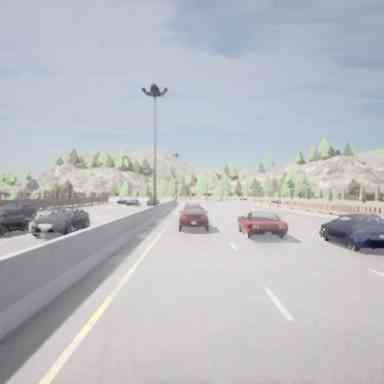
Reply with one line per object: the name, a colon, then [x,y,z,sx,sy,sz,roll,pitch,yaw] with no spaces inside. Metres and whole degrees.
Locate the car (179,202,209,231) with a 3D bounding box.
car: [0.117,1.613,21.340,1.812,1.442,4.674,0,0,0]

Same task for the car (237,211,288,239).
car: [3.603,1.673,17.843,1.895,1.301,4.718,0,0,0]

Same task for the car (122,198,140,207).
car: [-10.516,1.857,59.805,2.033,1.411,5.357,0,0,1]

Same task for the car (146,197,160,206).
car: [-7.025,1.666,60.385,2.097,1.767,4.553,0,0,1]

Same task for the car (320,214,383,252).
car: [7.103,1.621,14.278,1.994,1.385,4.181,0,0,0]

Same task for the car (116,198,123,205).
car: [-13.992,1.958,67.271,1.895,1.301,4.718,0,0,0]

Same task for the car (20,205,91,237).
car: [-7.096,1.567,18.458,2.128,1.511,4.902,0,0,0]

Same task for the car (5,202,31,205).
car: [-14.092,1.604,26.527,2.128,1.511,4.902,0,0,0]

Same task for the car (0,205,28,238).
car: [-10.595,1.638,17.990,1.994,1.385,4.181,0,0,0]
